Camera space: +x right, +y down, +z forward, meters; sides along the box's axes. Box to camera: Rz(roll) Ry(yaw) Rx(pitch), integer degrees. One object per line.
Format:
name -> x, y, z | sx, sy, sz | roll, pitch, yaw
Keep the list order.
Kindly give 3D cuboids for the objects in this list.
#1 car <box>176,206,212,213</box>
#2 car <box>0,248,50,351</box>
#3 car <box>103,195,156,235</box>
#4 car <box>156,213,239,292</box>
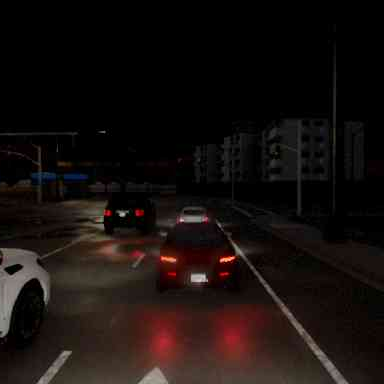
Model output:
car -> 0.117, 1.479, 18.103 | 1.812, 1.442, 4.674 | 0, 0, 1
car -> -3.392, 1.221, 3.055 | 2.150, 2.045, 5.566 | 0, 0, 0
car -> -3.350, 1.168, 18.732 | 2.150, 2.045, 5.566 | 0, 0, 0
car -> 0.122, 1.516, 8.811 | 1.812, 1.442, 4.674 | 0, 0, 0
